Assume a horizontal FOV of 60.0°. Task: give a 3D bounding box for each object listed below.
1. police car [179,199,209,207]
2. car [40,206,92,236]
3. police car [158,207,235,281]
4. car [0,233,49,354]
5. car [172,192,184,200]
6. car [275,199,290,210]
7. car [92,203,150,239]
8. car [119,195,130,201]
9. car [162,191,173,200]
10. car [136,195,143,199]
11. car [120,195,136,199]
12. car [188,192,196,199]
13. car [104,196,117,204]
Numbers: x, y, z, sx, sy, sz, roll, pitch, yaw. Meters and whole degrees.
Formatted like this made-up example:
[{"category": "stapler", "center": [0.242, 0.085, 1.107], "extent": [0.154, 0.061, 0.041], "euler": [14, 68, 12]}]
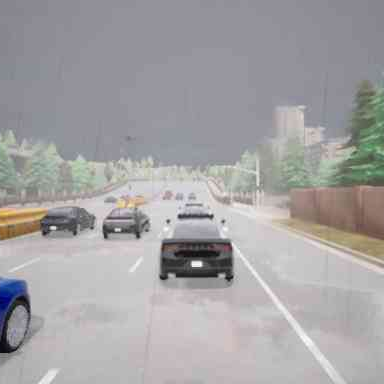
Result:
[{"category": "police car", "center": [0.133, 1.490, 20.009], "extent": [1.930, 1.638, 5.238], "euler": [0, 0, 0]}, {"category": "car", "center": [-6.868, 1.564, 18.915], "extent": [1.837, 1.490, 4.892], "euler": [0, -1, 0]}, {"category": "police car", "center": [0.117, 1.458, 10.111], "extent": [1.930, 1.638, 5.238], "euler": [0, -1, 0]}, {"category": "car", "center": [-3.397, 1.488, 3.112], "extent": [1.882, 1.535, 5.008], "euler": [0, 0, 0]}, {"category": "car", "center": [-3.448, 1.191, 89.359], "extent": [2.097, 1.767, 4.553], "euler": [0, 3, 0]}, {"category": "car", "center": [13.794, 1.637, 45.026], "extent": [4.902, 1.511, 2.128], "euler": [0, 0, 0]}, {"category": "car", "center": [-3.379, 1.549, 17.774], "extent": [2.128, 1.511, 4.902], "euler": [0, 0, 1]}, {"category": "car", "center": [-17.437, 1.514, 86.558], "extent": [1.994, 1.385, 4.181], "euler": [0, 2, 0]}, {"category": "car", "center": [-6.949, 1.361, 89.789], "extent": [1.994, 1.385, 4.181], "euler": [0, 4, 0]}, {"category": "car", "center": [-13.937, 1.487, 86.568], "extent": [2.128, 1.511, 4.902], "euler": [0, 2, 0]}, {"category": "car", "center": [-13.883, 1.768, 71.043], "extent": [2.033, 1.411, 5.357], "euler": [0, 0, 0]}, {"category": "car", "center": [0.052, 1.191, 89.372], "extent": [2.097, 1.767, 4.553], "euler": [0, 3, 0]}, {"category": "car", "center": [-17.383, 1.729, 71.034], "extent": [1.837, 1.490, 4.892], "euler": [0, 0, 0]}]
